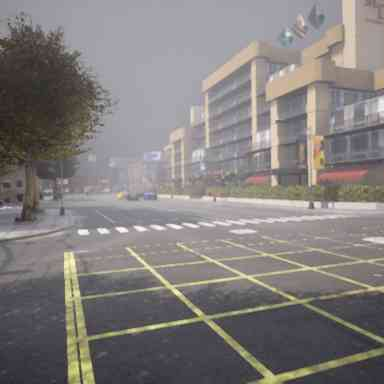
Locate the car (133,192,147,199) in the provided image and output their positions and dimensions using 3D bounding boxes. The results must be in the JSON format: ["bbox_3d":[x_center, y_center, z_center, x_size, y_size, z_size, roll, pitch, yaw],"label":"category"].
[{"bbox_3d":[-11.260,0.674,71.493,1.837,1.490,4.892,-1,1,-21],"label":"car"}]

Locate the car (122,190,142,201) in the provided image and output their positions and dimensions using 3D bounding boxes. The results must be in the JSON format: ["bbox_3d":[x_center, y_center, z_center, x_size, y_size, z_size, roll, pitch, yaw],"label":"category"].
[{"bbox_3d":[-11.191,0.920,61.705,1.837,1.490,4.892,-1,1,-21],"label":"car"}]

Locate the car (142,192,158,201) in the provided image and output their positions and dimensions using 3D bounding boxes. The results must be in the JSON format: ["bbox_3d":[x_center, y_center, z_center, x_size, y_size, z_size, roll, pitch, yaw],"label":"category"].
[{"bbox_3d":[-7.932,0.817,62.977,1.882,1.535,5.008,-1,1,-21],"label":"car"}]

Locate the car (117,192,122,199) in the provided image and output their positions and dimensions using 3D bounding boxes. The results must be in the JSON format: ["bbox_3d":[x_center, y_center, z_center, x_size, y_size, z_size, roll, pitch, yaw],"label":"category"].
[{"bbox_3d":[-14.517,0.727,70.213,1.882,1.535,5.008,-1,1,-21],"label":"car"}]
